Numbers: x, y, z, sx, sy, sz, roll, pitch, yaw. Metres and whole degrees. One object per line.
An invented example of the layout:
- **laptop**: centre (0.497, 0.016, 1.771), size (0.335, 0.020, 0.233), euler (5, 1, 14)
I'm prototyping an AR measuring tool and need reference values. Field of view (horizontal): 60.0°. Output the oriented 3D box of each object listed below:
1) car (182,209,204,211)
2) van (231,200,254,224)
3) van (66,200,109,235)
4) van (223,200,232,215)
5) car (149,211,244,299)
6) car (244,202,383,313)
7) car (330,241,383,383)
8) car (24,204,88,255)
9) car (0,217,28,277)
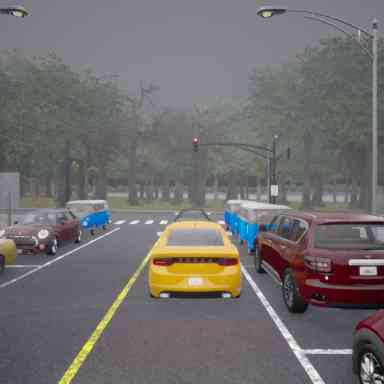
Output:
- **car**: centre (0.030, 1.566, 17.458), size (1.994, 1.385, 4.181), euler (0, 0, 0)
- **van**: centre (2.739, 1.342, 13.020), size (1.690, 1.788, 3.998), euler (0, 0, 0)
- **van**: centre (-5.795, 1.343, 18.443), size (1.690, 1.788, 3.998), euler (0, 0, 0)
- **van**: centre (2.730, 1.343, 18.458), size (1.690, 1.788, 3.998), euler (0, 0, 0)
- **car**: centre (0.072, 1.478, 8.535), size (1.882, 1.535, 5.008), euler (0, 0, 0)
- **car**: centre (2.749, 1.315, 7.583), size (2.192, 1.841, 5.009), euler (0, 0, 0)
- **car**: centre (2.758, 1.440, 2.145), size (1.967, 1.590, 4.097), euler (0, 0, 0)
- **car**: centre (-5.786, 1.441, 13.006), size (1.967, 1.590, 4.097), euler (0, 0, 0)
- **car**: centre (-5.776, 1.526, 7.398), size (1.752, 1.417, 4.829), euler (0, 0, 0)
